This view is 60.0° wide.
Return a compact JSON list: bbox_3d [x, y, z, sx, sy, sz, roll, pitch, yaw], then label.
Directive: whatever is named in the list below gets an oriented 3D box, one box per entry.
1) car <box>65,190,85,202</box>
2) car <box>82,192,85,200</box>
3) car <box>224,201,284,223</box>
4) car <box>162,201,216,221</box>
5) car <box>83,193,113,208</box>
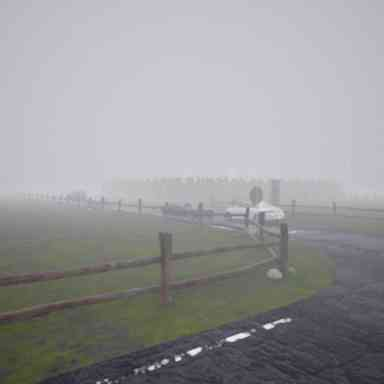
[{"bbox_3d":[-19.719,0.646,56.376,2.150,2.045,5.566,1,0,-36],"label":"car"},{"bbox_3d":[-13.863,1.034,48.307,1.837,1.490,4.892,1,0,-35],"label":"car"},{"bbox_3d":[4.213,1.374,23.032,1.812,1.442,4.674,1,0,-36],"label":"car"},{"bbox_3d":[-0.257,1.375,24.365,1.895,1.301,4.718,1,0,-36],"label":"car"},{"bbox_3d":[-10.867,1.112,39.170,1.812,1.442,4.674,1,0,-36],"label":"car"}]
